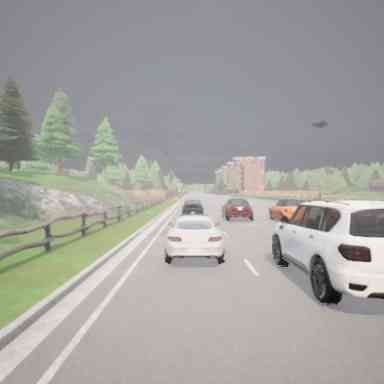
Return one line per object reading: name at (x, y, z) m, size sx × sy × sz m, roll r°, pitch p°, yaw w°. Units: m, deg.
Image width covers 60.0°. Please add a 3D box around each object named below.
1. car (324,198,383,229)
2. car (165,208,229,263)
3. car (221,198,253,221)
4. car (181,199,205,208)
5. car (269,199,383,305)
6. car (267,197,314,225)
car at (10.584, 1.297, 21.660) m, size 2.097 × 1.767 × 4.553 m, roll 0°, pitch 0°, yaw 0°
car at (0.090, 1.498, 11.754) m, size 1.812 × 1.442 × 4.674 m, roll 0°, pitch 0°, yaw 0°
car at (3.580, 1.288, 26.902) m, size 2.097 × 1.767 × 4.553 m, roll 0°, pitch 0°, yaw 0°
car at (0.078, 1.437, 29.722) m, size 1.837 × 1.490 × 4.892 m, roll 0°, pitch 0°, yaw 0°
car at (3.593, 1.201, 8.187) m, size 2.150 × 2.045 × 5.566 m, roll 0°, pitch 0°, yaw 0°
car at (7.082, 1.292, 24.375) m, size 2.097 × 1.767 × 4.553 m, roll 0°, pitch 0°, yaw 0°
